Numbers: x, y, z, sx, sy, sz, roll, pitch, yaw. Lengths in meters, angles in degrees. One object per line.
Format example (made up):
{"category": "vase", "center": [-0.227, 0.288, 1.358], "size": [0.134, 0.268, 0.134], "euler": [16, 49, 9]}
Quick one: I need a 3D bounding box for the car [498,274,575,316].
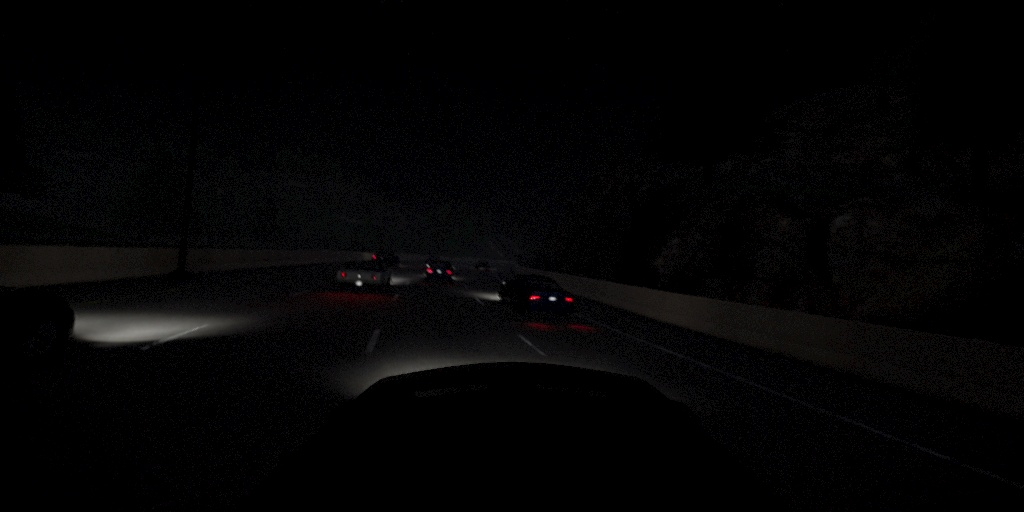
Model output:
{"category": "car", "center": [0.791, 1.464, 14.536], "size": [2.033, 1.411, 5.357], "euler": [5, 0, -13]}

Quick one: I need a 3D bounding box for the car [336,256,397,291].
{"category": "car", "center": [-7.140, 0.882, 17.831], "size": [1.895, 1.301, 4.718], "euler": [5, 0, -13]}

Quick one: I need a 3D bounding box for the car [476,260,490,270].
{"category": "car", "center": [-4.579, 1.341, 56.881], "size": [1.812, 1.442, 4.674], "euler": [4, 0, 0]}

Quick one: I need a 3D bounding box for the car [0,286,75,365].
{"category": "car", "center": [-6.878, 0.689, 3.242], "size": [1.837, 1.490, 4.892], "euler": [4, 0, -16]}

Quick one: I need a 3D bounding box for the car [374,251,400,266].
{"category": "car", "center": [-14.101, 0.235, 40.392], "size": [2.097, 1.767, 4.553], "euler": [5, -1, -5]}

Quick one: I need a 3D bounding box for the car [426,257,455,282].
{"category": "car", "center": [-5.205, 1.058, 26.098], "size": [2.033, 1.411, 5.357], "euler": [5, 0, -9]}
